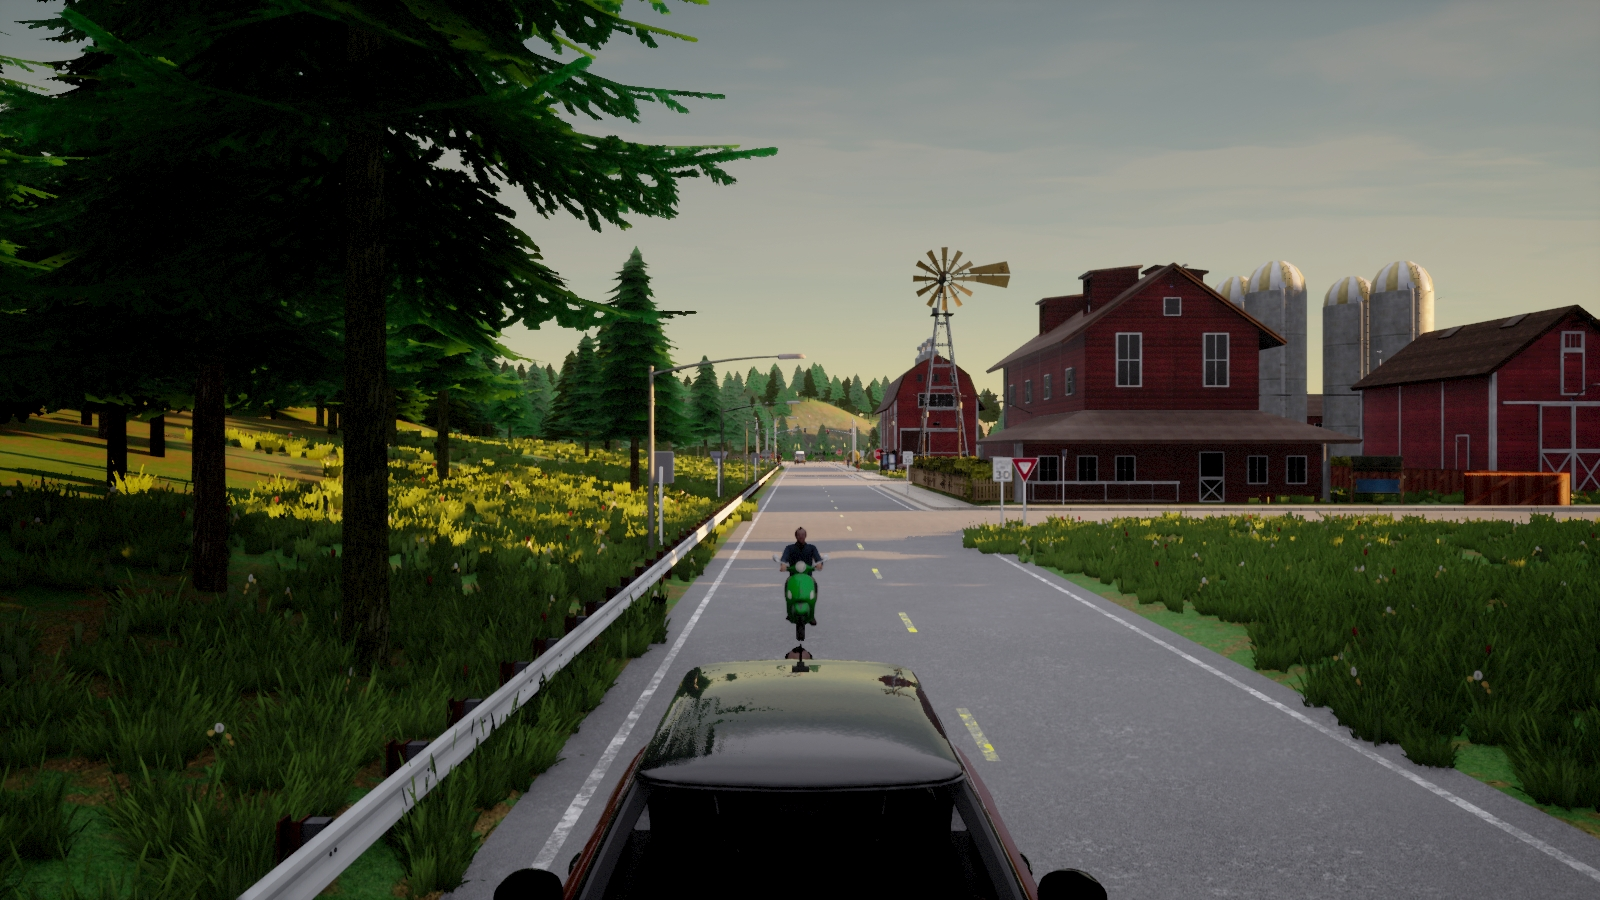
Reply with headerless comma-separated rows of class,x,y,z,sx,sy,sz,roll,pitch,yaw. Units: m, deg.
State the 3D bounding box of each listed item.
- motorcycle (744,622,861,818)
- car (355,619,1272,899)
motorcycle,0.016,2.230,9.842,0.867,1.251,2.209,-2,-3,0
car,0.032,1.899,4.503,2.097,1.767,4.553,0,0,0
